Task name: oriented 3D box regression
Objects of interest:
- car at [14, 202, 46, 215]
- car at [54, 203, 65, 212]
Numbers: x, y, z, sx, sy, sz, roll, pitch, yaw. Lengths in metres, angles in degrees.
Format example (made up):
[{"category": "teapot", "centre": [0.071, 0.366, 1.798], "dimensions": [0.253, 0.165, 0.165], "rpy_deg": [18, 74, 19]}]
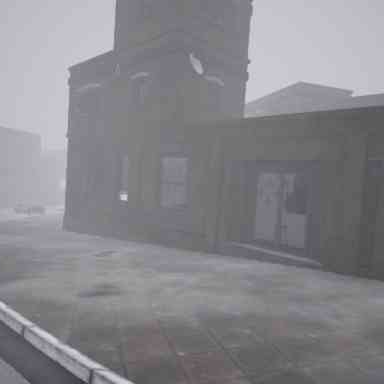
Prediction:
[{"category": "car", "centre": [-19.768, 1.991, 40.859], "dimensions": [2.128, 1.511, 4.902], "rpy_deg": [4, -1, 3]}, {"category": "car", "centre": [-18.607, 2.363, 50.774], "dimensions": [2.033, 1.411, 5.357], "rpy_deg": [4, -1, 16]}]
